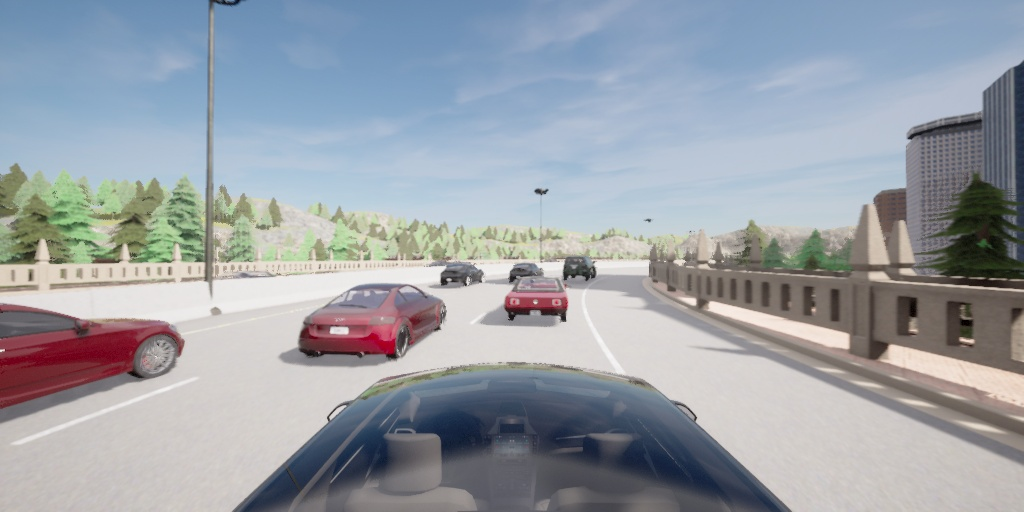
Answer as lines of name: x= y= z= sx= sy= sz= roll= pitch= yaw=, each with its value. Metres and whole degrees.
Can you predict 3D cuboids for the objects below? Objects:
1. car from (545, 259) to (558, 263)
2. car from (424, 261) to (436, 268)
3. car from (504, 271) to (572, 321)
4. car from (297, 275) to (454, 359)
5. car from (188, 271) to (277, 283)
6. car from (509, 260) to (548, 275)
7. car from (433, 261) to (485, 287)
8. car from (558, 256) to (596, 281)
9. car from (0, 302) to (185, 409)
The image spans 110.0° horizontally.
car: x=6.119 y=1.311 z=60.227 sx=2.097 sy=1.767 sz=4.553 roll=0 pitch=0 yaw=37
car: x=-9.739 y=1.404 z=47.790 sx=1.837 sy=1.490 sz=4.892 roll=0 pitch=-1 yaw=27
car: x=0.992 y=1.359 z=12.530 sx=1.895 sy=1.301 sz=4.718 roll=0 pitch=0 yaw=8
car: x=-2.945 y=1.316 z=8.463 sx=1.994 sy=1.385 sz=4.181 roll=0 pitch=0 yaw=5
car: x=-12.675 y=1.367 z=16.687 sx=1.895 sy=1.301 sz=4.718 roll=0 pitch=0 yaw=10
car: x=1.199 y=1.300 z=28.241 sx=1.837 sy=1.490 sz=4.892 roll=0 pitch=0 yaw=18
car: x=-3.373 y=1.293 z=25.241 sx=1.837 sy=1.490 sz=4.892 roll=0 pitch=0 yaw=16
car: x=5.920 y=1.022 z=31.177 sx=2.150 sy=2.045 sz=5.566 roll=0 pitch=0 yaw=21
car: x=-6.742 y=1.270 z=4.355 sx=1.812 sy=1.442 sz=4.674 roll=0 pitch=0 yaw=2
